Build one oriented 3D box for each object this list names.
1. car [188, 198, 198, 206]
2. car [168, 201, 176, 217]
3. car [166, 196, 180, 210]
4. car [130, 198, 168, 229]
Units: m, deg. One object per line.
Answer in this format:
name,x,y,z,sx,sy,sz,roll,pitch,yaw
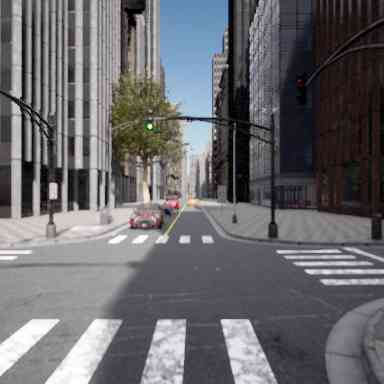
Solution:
car,0.169,1.942,68.416,2.097,1.767,4.553,0,-1,-1
car,-3.064,1.909,35.589,1.895,1.301,4.718,0,-1,0
car,-3.026,1.642,49.719,2.150,2.045,5.566,0,1,0
car,-3.040,1.555,23.406,2.097,1.767,4.553,0,0,-1
